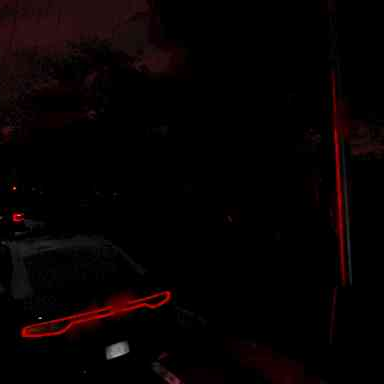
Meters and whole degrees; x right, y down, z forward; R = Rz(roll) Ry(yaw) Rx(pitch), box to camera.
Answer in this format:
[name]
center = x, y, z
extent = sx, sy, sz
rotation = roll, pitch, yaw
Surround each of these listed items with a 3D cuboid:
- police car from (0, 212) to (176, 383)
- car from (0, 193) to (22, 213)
[police car]
center = -2.269, 1.345, 5.375
extent = 1.930, 1.638, 5.238
rotation = -3, 2, -36
[car]
center = -8.389, 1.090, 13.374
extent = 2.150, 2.045, 5.566
rotation = -2, 2, -39
